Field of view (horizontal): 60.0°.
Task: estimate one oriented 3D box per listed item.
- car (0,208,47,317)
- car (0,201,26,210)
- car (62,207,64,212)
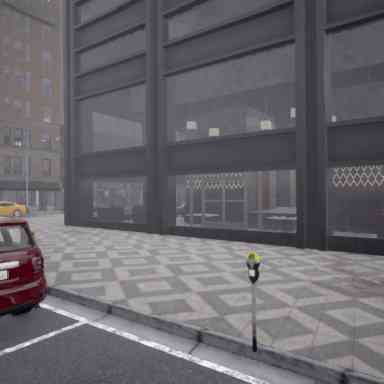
[{"bbox_3d":[-4.778,1.317,6.267,5.009,1.841,2.192,0,-1,35],"label":"car"},{"bbox_3d":[-18.286,1.642,31.184,1.882,1.535,5.008,-1,-1,36],"label":"car"},{"bbox_3d":[-12.518,1.794,39.171,2.033,1.411,5.357,-1,-1,35],"label":"car"}]
